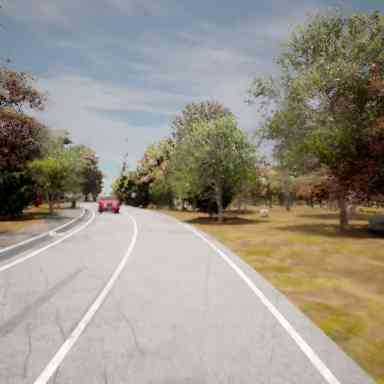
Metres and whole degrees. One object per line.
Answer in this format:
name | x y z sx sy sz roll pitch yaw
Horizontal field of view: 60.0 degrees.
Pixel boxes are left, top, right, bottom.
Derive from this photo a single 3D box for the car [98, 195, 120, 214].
car | -9.493 1.362 37.957 2.150 2.045 5.566 1 0 -17
